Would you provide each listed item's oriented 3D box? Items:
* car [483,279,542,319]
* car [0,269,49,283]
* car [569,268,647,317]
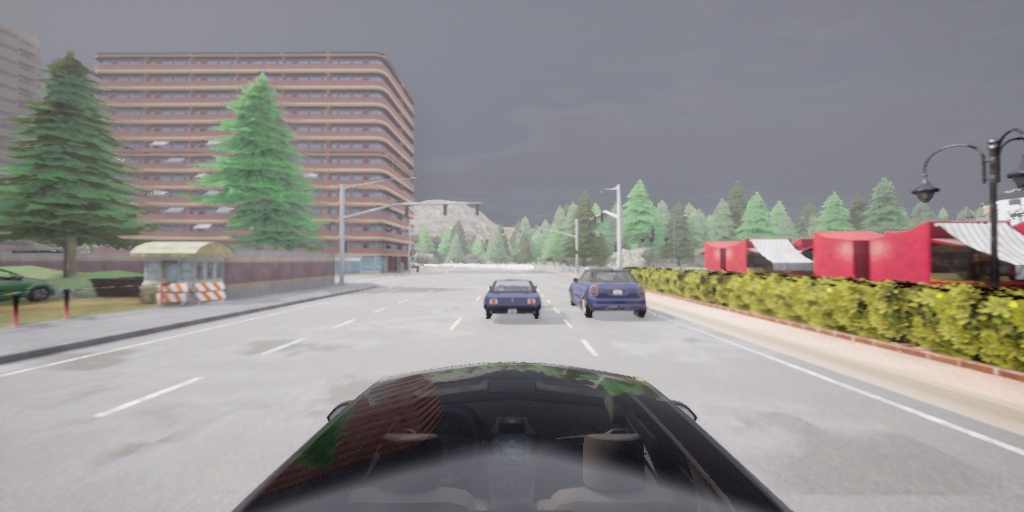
[{"bbox_3d":[0.037,1.495,13.545,1.895,1.301,4.718,0,-1,1],"label":"car"},{"bbox_3d":[-50.583,1.851,38.013,4.718,1.301,1.895,0,-1,1],"label":"car"},{"bbox_3d":[3.544,1.252,14.070,2.097,1.767,4.553,0,-1,1],"label":"car"}]
